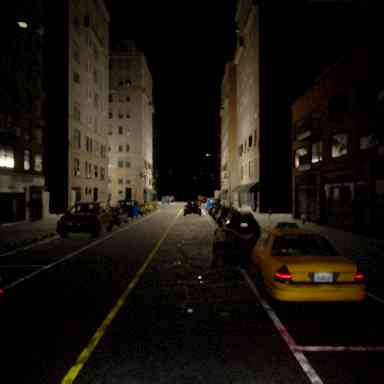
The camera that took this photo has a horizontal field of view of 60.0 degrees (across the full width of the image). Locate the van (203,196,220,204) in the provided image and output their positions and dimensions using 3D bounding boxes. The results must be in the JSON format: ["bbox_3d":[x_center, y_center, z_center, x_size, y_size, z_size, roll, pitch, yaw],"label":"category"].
[{"bbox_3d":[2.664,1.672,41.698,1.690,1.788,3.998,0,0,0],"label":"van"}]

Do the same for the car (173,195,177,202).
[{"bbox_3d":[-5.865,1.950,85.716,2.192,1.841,5.009,0,0,0],"label":"car"}]

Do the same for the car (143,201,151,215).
[{"bbox_3d":[-5.861,1.815,35.841,1.752,1.417,4.829,0,0,0],"label":"car"}]

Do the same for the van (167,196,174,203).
[{"bbox_3d":[-5.865,2.012,91.301,1.690,1.788,3.998,0,0,0],"label":"van"}]

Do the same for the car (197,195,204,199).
[{"bbox_3d":[2.662,2.001,74.561,1.967,1.590,4.097,0,0,0],"label":"car"}]

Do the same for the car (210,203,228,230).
[{"bbox_3d":[2.665,1.767,24.688,1.947,1.339,4.313,0,0,0],"label":"car"}]

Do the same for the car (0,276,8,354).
[{"bbox_3d":[-3.101,1.234,1.400,2.150,2.045,5.566,0,0,0],"label":"car"}]

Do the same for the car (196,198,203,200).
[{"bbox_3d":[0.045,1.921,45.445,1.994,1.385,4.181,0,0,0],"label":"car"}]

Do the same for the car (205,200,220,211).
[{"bbox_3d":[2.665,1.872,36.026,1.802,1.307,4.206,0,0,0],"label":"car"}]

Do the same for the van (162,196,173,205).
[{"bbox_3d":[-5.864,1.902,74.543,1.690,1.788,3.998,0,0,0],"label":"van"}]

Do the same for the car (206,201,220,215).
[{"bbox_3d":[2.665,1.797,30.356,2.008,1.369,4.403,0,0,0],"label":"car"}]

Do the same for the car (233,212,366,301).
[{"bbox_3d":[2.350,1.526,8.512,1.801,1.575,5.366,0,0,0],"label":"car"}]

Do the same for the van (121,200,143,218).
[{"bbox_3d":[-5.861,1.588,30.343,1.690,1.788,3.998,0,0,0],"label":"van"}]

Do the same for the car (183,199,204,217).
[{"bbox_3d":[0.068,1.811,35.435,1.812,1.442,4.674,0,0,0],"label":"car"}]

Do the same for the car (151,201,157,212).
[{"bbox_3d":[-5.861,1.856,41.510,1.752,1.417,4.829,0,0,0],"label":"car"}]

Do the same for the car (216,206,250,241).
[{"bbox_3d":[2.666,1.721,19.019,1.947,1.339,4.313,0,0,0],"label":"car"}]

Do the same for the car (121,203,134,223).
[{"bbox_3d":[-5.860,1.752,24.673,2.008,1.369,4.403,0,0,0],"label":"car"}]

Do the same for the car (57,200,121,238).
[{"bbox_3d":[-5.860,1.471,19.008,2.192,1.841,5.009,0,0,0],"label":"car"}]
